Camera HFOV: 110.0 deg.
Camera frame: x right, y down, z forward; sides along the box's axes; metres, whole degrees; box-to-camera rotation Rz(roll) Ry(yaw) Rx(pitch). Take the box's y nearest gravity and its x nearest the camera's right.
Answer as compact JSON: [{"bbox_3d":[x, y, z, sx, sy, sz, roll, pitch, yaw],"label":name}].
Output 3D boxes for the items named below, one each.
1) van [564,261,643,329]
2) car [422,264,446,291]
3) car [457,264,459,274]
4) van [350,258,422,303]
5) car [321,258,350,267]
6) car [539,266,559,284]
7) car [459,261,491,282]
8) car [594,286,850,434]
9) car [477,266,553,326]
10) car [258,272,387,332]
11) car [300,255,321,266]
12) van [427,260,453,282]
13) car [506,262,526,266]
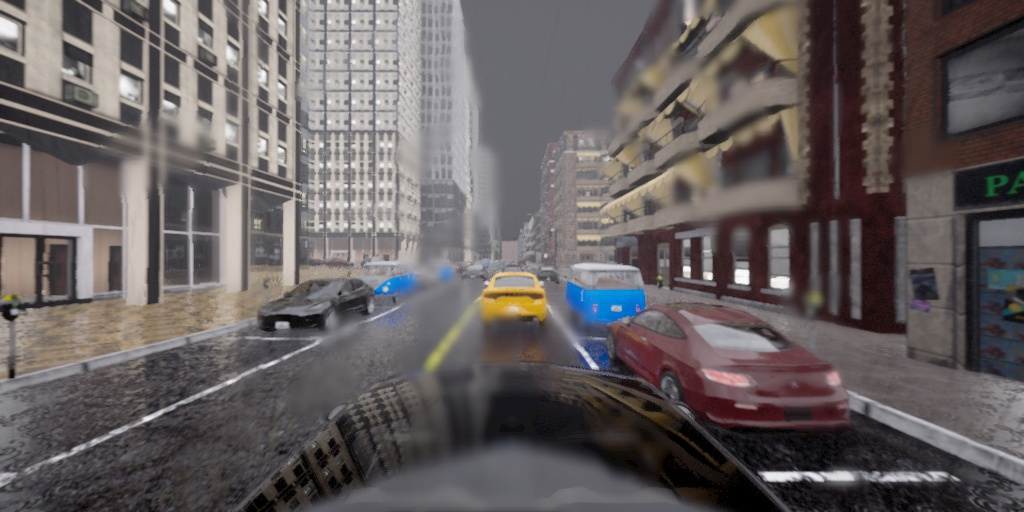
[{"bbox_3d":[2.686,1.127,11.082,1.690,1.789,3.998,0,0,0],"label":"van"},{"bbox_3d":[-5.701,1.382,22.374,2.007,1.370,4.403,0,0,0],"label":"car"},{"bbox_3d":[-5.713,1.367,44.969,1.967,1.591,4.097,0,0,0],"label":"car"},{"bbox_3d":[-5.698,1.150,16.726,1.690,1.789,3.998,0,0,0],"label":"van"},{"bbox_3d":[-26.749,1.079,55.714,4.207,1.307,1.802,0,0,0],"label":"car"},{"bbox_3d":[2.677,1.405,28.027,2.007,1.370,4.403,0,0,0],"label":"car"},{"bbox_3d":[-3.111,1.393,31.099,1.812,1.442,4.674,0,0,0],"label":"car"},{"bbox_3d":[2.689,1.346,5.433,1.802,1.307,4.207,0,0,0],"label":"car"},{"bbox_3d":[0.075,1.267,11.972,1.882,1.535,5.008,0,0,0],"label":"car"},{"bbox_3d":[-5.694,1.352,11.077,1.948,1.339,4.313,0,0,0],"label":"car"},{"bbox_3d":[-32.323,0.705,55.699,5.009,1.841,2.192,0,0,0],"label":"car"},{"bbox_3d":[-5.703,1.196,28.023,1.690,1.789,3.998,0,0,0],"label":"van"},{"bbox_3d":[0.072,1.400,27.592,2.033,1.411,5.357,0,0,0],"label":"car"}]
